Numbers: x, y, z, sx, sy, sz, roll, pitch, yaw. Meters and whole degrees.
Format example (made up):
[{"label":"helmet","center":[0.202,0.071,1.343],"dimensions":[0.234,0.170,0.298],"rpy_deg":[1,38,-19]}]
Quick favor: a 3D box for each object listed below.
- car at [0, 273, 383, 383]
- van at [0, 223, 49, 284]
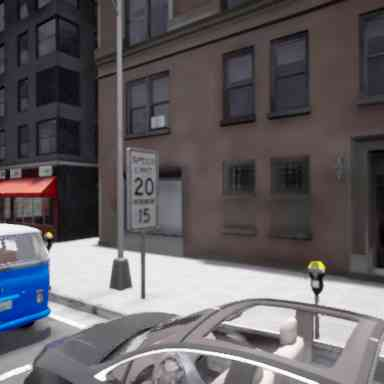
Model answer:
[{"label":"car","center":[0.439,1.560,2.496],"dimensions":[4.403,1.369,2.008],"rpy_deg":[-1,0,36]},{"label":"van","center":[-4.187,1.403,5.798],"dimensions":[3.998,1.788,1.690],"rpy_deg":[-1,0,36]}]
